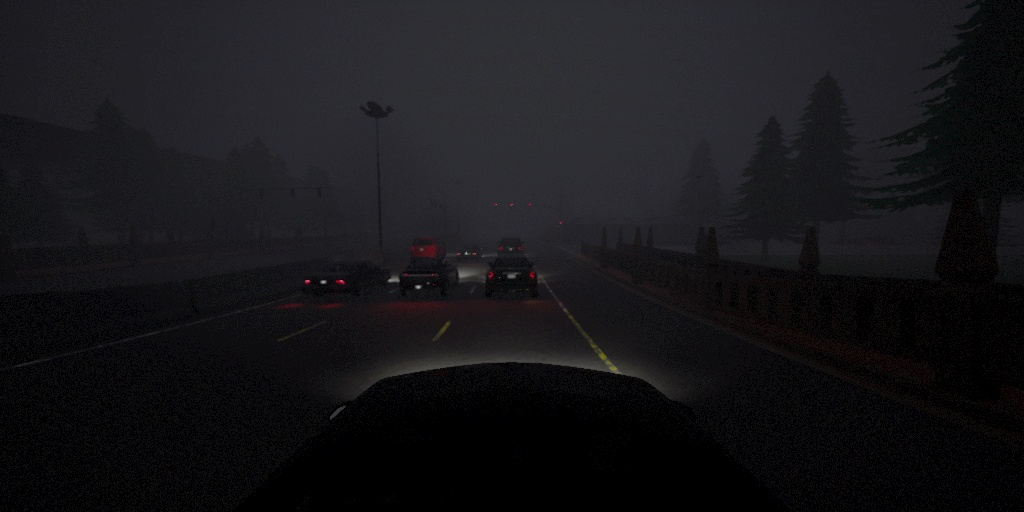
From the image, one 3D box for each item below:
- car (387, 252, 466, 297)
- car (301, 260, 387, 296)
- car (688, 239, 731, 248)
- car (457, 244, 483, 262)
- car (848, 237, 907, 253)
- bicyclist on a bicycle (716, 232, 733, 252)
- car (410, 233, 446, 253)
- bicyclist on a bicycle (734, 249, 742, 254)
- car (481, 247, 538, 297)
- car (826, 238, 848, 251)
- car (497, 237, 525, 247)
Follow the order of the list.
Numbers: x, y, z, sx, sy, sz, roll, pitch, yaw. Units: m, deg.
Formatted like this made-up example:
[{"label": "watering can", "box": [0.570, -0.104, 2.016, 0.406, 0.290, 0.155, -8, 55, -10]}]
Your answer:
[{"label": "car", "box": [-3.528, 0.802, 15.857, 2.128, 1.511, 4.902, 0, 3, 0]}, {"label": "car", "box": [-7.027, 0.870, 15.842, 2.033, 1.411, 5.357, 0, 4, 0]}, {"label": "car", "box": [25.651, -1.619, 46.730, 4.718, 1.301, 1.895, 0, 5, 1]}, {"label": "car", "box": [-3.611, -0.336, 30.798, 2.033, 1.411, 5.357, 0, 5, 0]}, {"label": "car", "box": [40.468, -1.272, 39.354, 4.553, 1.767, 2.097, 0, 5, 1]}, {"label": "bicyclist on a bicycle", "box": [20.645, -1.511, 35.371, 1.656, 1.620, 0.582, 16, -29, -21]}, {"label": "car", "box": [-7.112, -0.644, 30.782, 2.150, 2.045, 5.566, 0, 5, 0]}, {"label": "bicyclist on a bicycle", "box": [22.427, -0.419, 35.734, 1.620, 0.582, 1.656, -5, 19, -31]}, {"label": "car", "box": [-0.028, 0.672, 15.840, 2.097, 1.767, 4.553, 0, 3, 0]}, {"label": "car", "box": [40.587, -1.454, 42.849, 5.008, 1.535, 1.882, 0, 5, 1]}, {"label": "car", "box": [-0.112, -0.645, 30.821, 2.150, 2.045, 5.566, 0, 5, 0]}]
